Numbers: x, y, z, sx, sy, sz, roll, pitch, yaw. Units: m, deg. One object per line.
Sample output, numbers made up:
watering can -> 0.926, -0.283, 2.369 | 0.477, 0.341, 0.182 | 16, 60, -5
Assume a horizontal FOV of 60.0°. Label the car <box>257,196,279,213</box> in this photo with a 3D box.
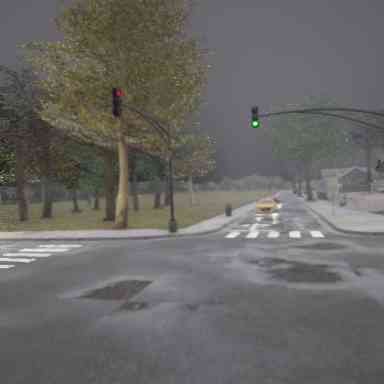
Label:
car -> 8.117, 1.456, 36.045 | 1.882, 1.535, 5.008 | -2, 1, 16
